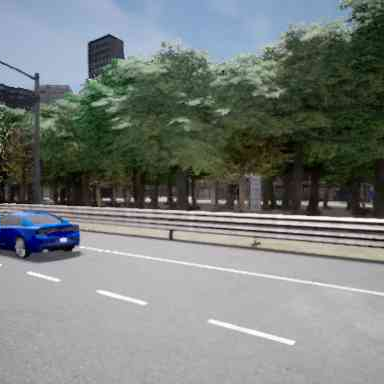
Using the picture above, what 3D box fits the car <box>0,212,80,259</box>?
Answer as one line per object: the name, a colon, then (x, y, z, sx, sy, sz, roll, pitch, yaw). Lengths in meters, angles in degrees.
car: (-6.376, 1.497, 12.724, 5.008, 1.535, 1.882, 0, 0, 36)
